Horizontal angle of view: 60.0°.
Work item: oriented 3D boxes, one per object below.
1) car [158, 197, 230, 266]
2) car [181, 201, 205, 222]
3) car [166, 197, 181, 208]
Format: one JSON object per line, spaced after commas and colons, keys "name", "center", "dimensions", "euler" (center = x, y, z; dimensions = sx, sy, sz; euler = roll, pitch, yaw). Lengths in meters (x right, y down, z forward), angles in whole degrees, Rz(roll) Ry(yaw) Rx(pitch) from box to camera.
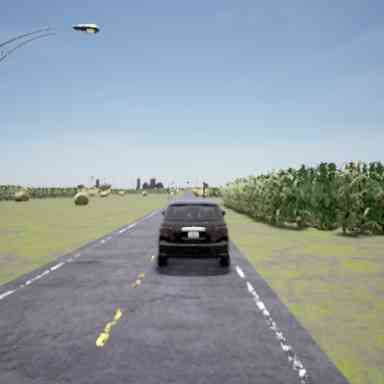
{"name": "car", "center": [0.060, 1.262, 11.849], "dimensions": [2.150, 2.045, 5.566], "euler": [0, 0, 0]}
{"name": "car", "center": [0.060, 1.582, 28.029], "dimensions": [1.837, 1.490, 4.892], "euler": [0, 0, 0]}
{"name": "car", "center": [-2.841, 1.593, 52.199], "dimensions": [2.128, 1.511, 4.902], "euler": [0, 0, 0]}
